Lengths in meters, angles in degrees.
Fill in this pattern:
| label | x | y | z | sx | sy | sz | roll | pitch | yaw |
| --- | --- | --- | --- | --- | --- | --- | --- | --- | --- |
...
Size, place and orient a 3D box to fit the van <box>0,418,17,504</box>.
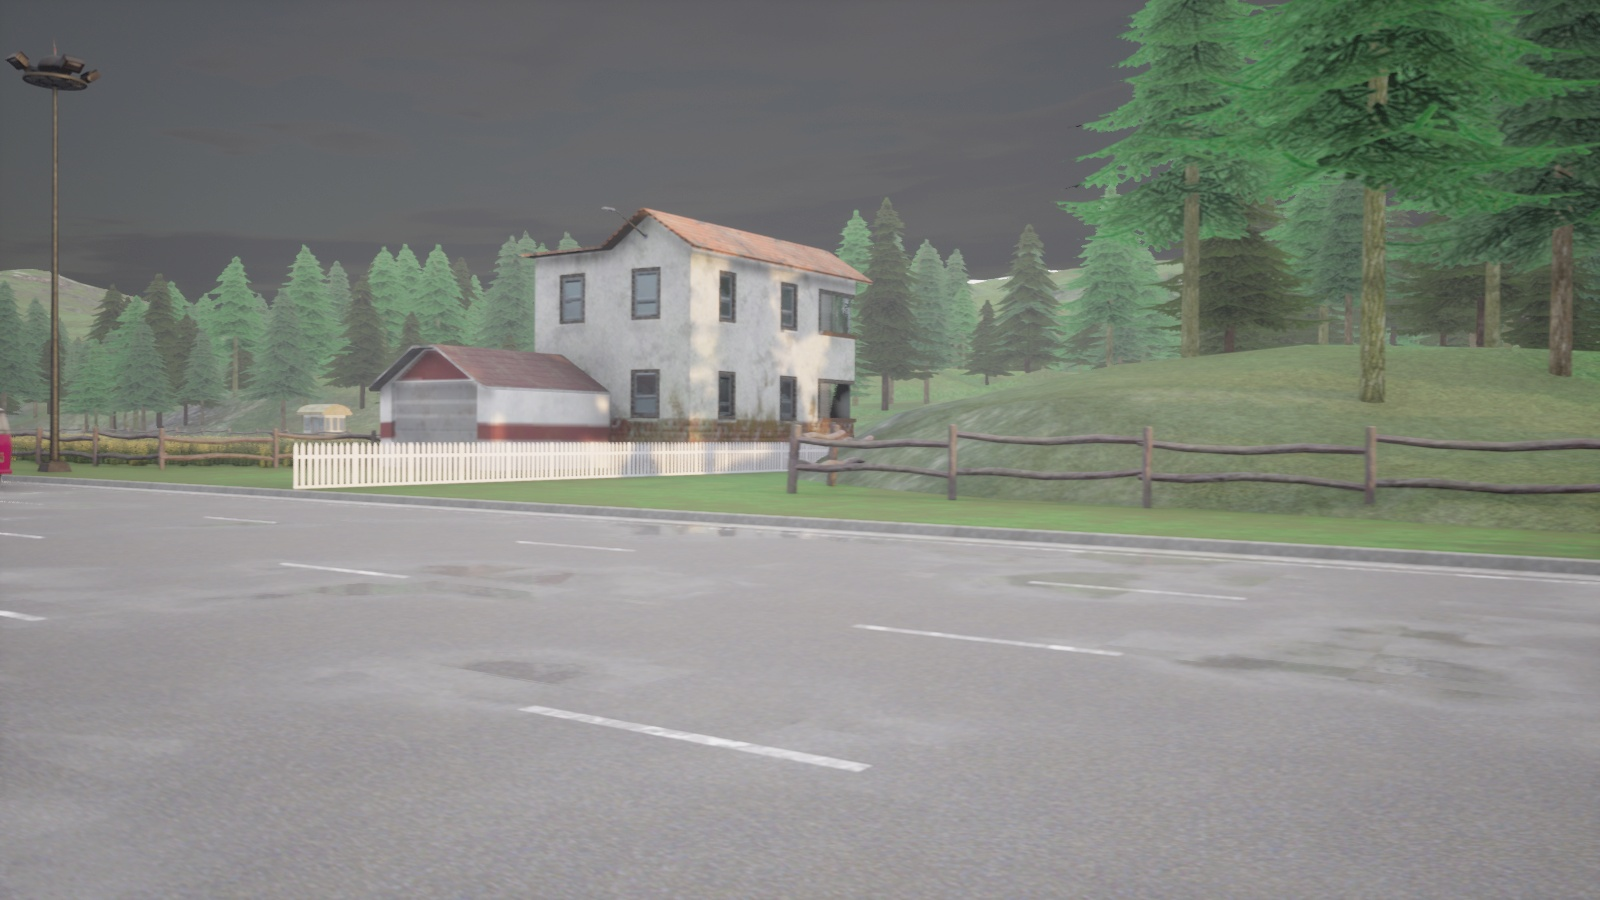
| label | x | y | z | sx | sy | sz | roll | pitch | yaw |
| --- | --- | --- | --- | --- | --- | --- | --- | --- | --- |
| van | -20.790 | 0.262 | 30.039 | 4.442 | 1.987 | 1.775 | 0 | 1 | 34 |
